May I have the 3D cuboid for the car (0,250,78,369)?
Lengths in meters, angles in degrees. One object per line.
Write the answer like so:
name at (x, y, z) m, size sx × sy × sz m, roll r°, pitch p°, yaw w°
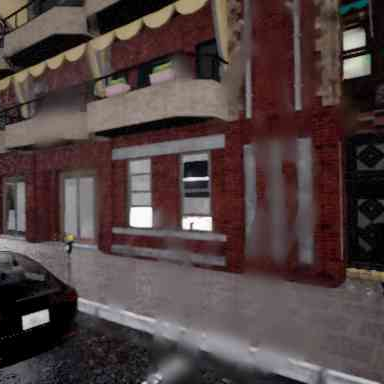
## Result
car at (-3.608, 1.621, 5.305) m, size 4.313 × 1.339 × 1.947 m, roll -1°, pitch -1°, yaw 36°
